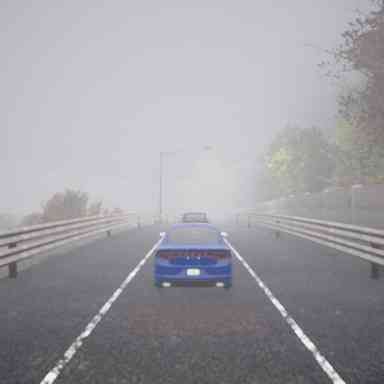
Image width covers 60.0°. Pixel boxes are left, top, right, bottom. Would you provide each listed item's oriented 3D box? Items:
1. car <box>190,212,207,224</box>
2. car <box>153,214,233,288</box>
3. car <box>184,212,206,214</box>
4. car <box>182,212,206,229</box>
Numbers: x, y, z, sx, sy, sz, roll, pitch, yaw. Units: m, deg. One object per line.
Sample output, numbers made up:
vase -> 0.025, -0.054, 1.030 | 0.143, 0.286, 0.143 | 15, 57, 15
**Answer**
car -> 0.964, 3.660, 46.935 | 2.128, 1.511, 4.902 | 0, -4, 3
car -> 0.037, 1.617, 9.623 | 1.882, 1.535, 5.008 | 0, -1, 0
car -> 0.170, 1.927, 19.002 | 2.128, 1.511, 4.902 | 0, -2, 0
car -> 0.234, 2.559, 30.312 | 2.033, 1.411, 5.357 | 0, -4, 1
